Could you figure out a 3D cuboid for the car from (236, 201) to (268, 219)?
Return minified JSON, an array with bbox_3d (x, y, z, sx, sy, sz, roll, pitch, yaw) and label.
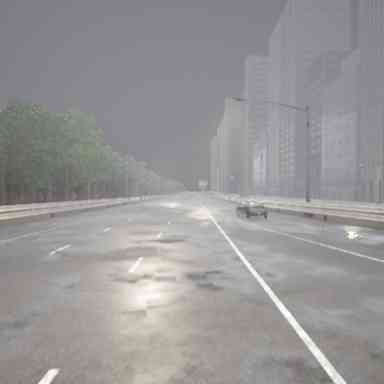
[{"bbox_3d":[5.261,1.580,29.797,2.128,1.511,4.902,0,0,-7],"label":"car"}]
